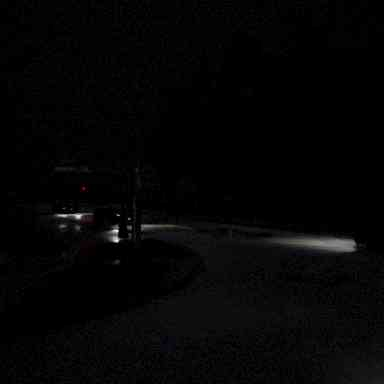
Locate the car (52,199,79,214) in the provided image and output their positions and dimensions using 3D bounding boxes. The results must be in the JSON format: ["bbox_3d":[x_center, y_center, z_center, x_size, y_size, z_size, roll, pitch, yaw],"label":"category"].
[{"bbox_3d":[-13.558,1.499,35.608,1.837,1.490,4.892,0,1,-35],"label":"car"}]

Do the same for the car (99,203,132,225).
[{"bbox_3d":[-5.574,1.525,24.270,1.812,1.442,4.674,0,0,-35],"label":"car"}]

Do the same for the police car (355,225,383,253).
[{"bbox_3d":[8.385,1.509,11.592,2.038,1.542,4.974,0,0,-35],"label":"police car"}]
